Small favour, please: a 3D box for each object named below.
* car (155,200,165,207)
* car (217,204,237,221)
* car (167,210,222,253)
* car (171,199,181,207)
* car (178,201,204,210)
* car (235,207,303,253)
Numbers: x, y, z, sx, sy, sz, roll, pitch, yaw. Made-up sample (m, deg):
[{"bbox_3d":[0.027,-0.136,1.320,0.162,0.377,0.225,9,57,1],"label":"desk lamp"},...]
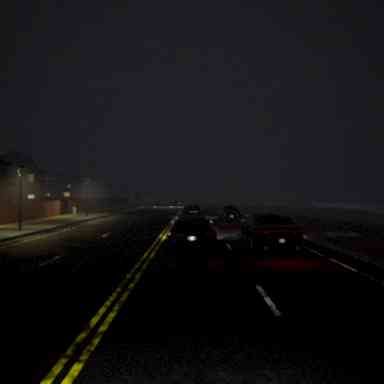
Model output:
[{"bbox_3d":[-6.483,2.255,68.427,2.033,1.411,5.357,0,-1,0],"label":"car"},{"bbox_3d":[3.261,1.816,29.391,1.812,1.442,4.674,0,0,0],"label":"car"},{"bbox_3d":[0.006,1.704,14.318,1.994,1.385,4.181,0,-1,0],"label":"car"},{"bbox_3d":[-3.235,2.221,68.190,1.837,1.490,4.892,0,-1,0],"label":"car"},{"bbox_3d":[0.010,1.797,29.325,1.837,1.490,4.892,0,0,0],"label":"car"},{"bbox_3d":[3.258,1.619,14.476,1.882,1.535,5.008,0,0,0],"label":"car"}]
